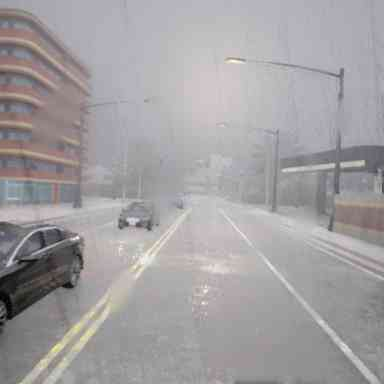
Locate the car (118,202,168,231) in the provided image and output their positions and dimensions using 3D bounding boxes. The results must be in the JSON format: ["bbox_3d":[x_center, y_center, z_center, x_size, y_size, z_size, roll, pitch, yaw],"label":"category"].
[{"bbox_3d":[-2.967,1.345,19.556,2.128,1.511,4.902,3,0,2],"label":"car"}]

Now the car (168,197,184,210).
[{"bbox_3d":[-2.040,1.426,42.038,1.812,1.442,4.674,3,0,2],"label":"car"}]

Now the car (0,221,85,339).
[{"bbox_3d":[-3.477,1.326,5.972,2.128,1.511,4.902,3,0,2],"label":"car"}]
